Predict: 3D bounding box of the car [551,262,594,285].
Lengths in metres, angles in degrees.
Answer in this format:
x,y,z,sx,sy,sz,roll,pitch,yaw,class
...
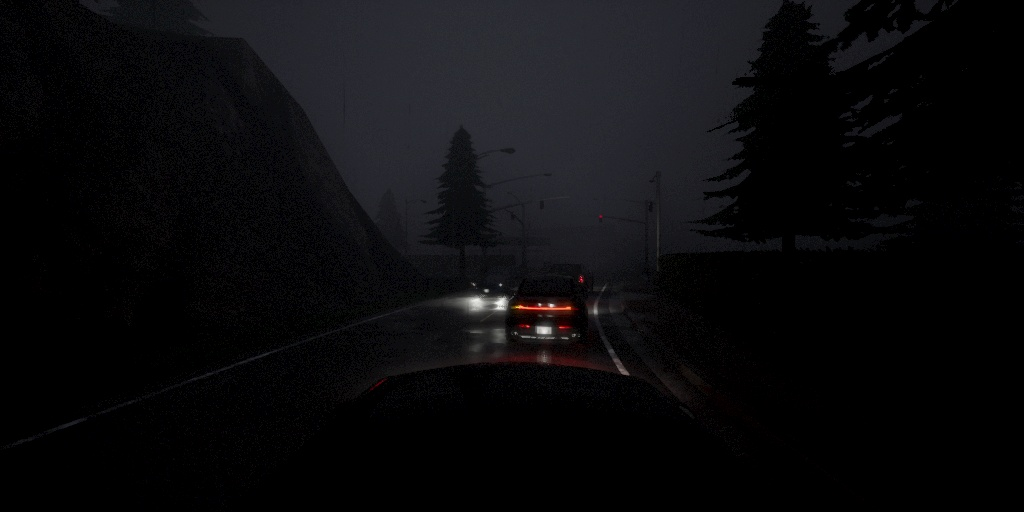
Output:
x,y,z,sx,sy,sz,roll,pitch,yaw,class
3.022,1.102,18.558,2.097,1.767,4.553,0,0,17,car

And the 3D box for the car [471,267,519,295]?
x,y,z,sx,sy,sz,roll,pitch,yaw,class
-0.491,1.297,19.889,2.033,1.411,5.357,0,0,16,car

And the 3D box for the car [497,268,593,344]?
x,y,z,sx,sy,sz,roll,pitch,yaw,class
1.020,1.255,9.637,1.837,1.490,4.892,0,0,9,car
